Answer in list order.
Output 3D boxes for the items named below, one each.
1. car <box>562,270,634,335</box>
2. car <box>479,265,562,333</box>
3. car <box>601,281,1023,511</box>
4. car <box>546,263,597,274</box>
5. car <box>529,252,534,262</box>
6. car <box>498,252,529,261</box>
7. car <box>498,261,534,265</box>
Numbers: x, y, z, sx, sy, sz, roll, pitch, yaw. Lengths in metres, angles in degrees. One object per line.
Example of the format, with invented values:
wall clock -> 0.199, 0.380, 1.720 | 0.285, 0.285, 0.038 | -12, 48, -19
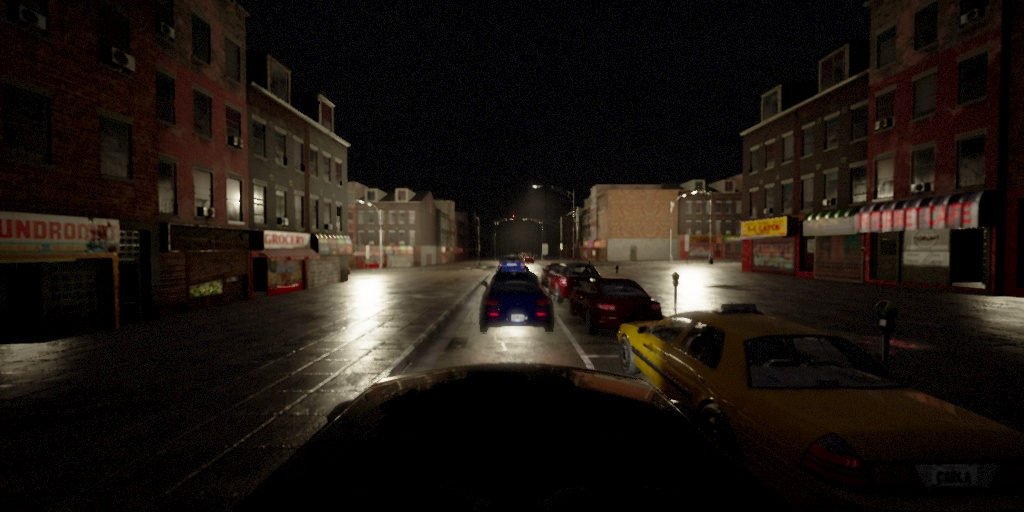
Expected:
car -> 2.633, 1.209, 9.747 | 1.802, 1.307, 4.207 | 0, 0, 0
car -> 0.085, 1.147, 10.105 | 1.812, 1.442, 4.674 | 0, 1, -1
car -> 2.637, 1.236, 4.451 | 1.751, 1.417, 4.829 | 0, 0, 0
car -> 2.629, 0.986, 15.213 | 1.967, 1.591, 4.097 | 0, 0, 0
car -> 2.598, 0.441, 58.016 | 1.967, 1.591, 4.097 | 0, 0, 0
car -> -0.030, 0.714, 28.325 | 2.097, 1.767, 4.553 | 0, 1, 0
car -> 0.094, 1.100, 18.431 | 1.895, 1.301, 4.718 | 0, 1, 0
